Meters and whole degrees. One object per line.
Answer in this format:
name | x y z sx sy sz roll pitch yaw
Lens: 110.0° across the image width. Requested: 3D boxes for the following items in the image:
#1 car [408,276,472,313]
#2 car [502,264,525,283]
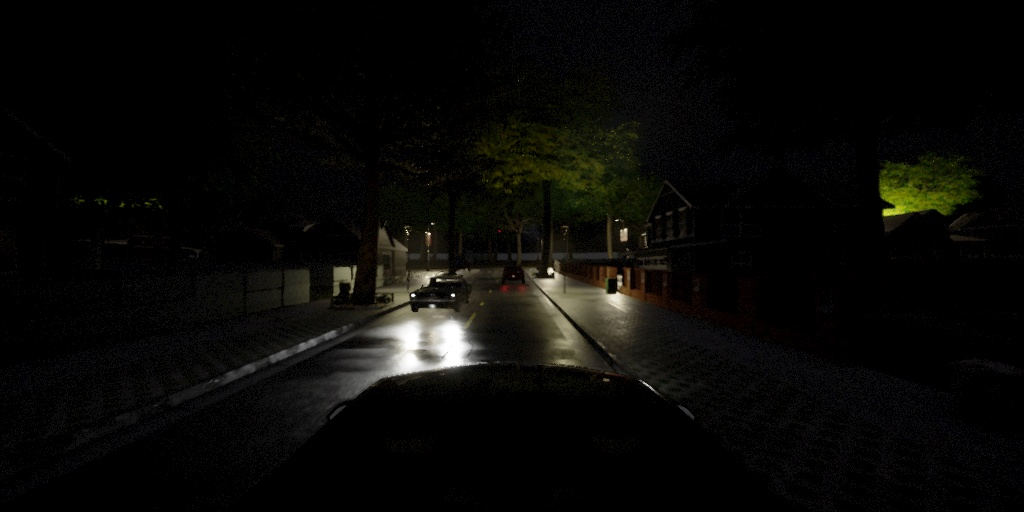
car | -2.843 1.516 15.058 1.895 1.301 4.718 0 -1 0
car | 0.113 1.562 31.773 1.882 1.535 5.008 0 -1 0
